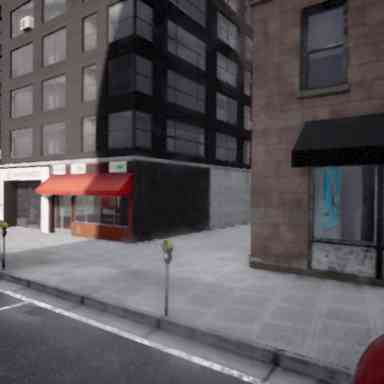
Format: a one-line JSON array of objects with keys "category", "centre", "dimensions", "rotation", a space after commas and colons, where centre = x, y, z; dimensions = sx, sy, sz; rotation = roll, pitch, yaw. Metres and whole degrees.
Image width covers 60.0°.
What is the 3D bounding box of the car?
[{"category": "car", "centre": [3.060, 1.319, 0.886], "dimensions": [5.009, 1.841, 2.192], "rotation": [0, 1, 35]}]
